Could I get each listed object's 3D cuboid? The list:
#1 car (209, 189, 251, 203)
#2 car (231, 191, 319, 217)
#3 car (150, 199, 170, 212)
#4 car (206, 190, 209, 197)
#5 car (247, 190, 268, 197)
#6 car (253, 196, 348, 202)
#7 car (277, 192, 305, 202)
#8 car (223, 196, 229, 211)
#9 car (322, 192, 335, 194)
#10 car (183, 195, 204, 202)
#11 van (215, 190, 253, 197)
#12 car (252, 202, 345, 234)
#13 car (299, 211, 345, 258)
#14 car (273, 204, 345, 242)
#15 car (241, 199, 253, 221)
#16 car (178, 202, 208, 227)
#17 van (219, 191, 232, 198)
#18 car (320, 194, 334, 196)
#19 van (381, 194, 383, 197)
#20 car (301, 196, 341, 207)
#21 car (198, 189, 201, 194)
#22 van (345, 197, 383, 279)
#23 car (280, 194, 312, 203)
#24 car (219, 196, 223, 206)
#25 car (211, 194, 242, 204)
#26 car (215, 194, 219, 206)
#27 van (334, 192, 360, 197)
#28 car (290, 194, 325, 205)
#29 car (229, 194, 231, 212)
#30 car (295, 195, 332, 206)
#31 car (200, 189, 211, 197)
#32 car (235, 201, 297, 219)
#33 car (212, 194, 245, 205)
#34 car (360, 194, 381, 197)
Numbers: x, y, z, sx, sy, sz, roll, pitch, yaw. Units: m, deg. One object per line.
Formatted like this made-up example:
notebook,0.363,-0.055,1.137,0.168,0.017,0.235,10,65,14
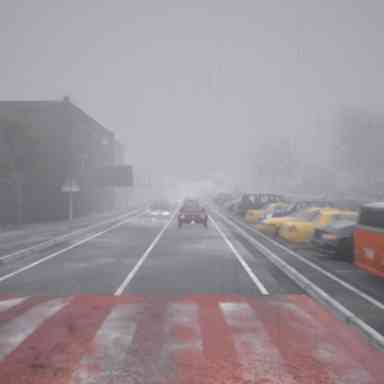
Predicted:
car,5.790,0.978,50.120,5.566,2.045,2.435,0,1,0
car,6.051,1.167,24.675,5.566,2.045,2.435,0,0,0
car,-3.494,1.464,37.302,1.994,1.385,4.181,0,0,0
car,5.710,0.952,67.078,4.792,1.488,2.163,0,1,0
car,18.320,0.345,93.181,5.566,2.045,2.435,0,1,-1
car,6.100,1.296,19.024,4.553,1.767,2.185,0,0,0
car,18.274,0.897,61.560,4.553,1.767,2.185,0,1,0
car,5.949,1.414,33.152,5.008,1.535,2.097,0,0,0
car,18.409,1.076,44.744,5.566,2.045,2.435,0,1,0
car,-0.068,1.372,39.672,2.128,1.511,4.902,0,0,0
van,5.957,1.055,47.297,4.442,1.987,1.878,0,1,0
car,5.906,1.420,16.197,5.366,1.575,1.946,0,0,0
car,6.134,1.466,10.547,4.674,1.452,2.002,0,0,0
car,6.300,1.421,13.374,5.366,1.575,1.946,0,0,0
car,6.231,1.417,21.851,5.366,1.575,1.946,0,0,0
car,0.048,1.560,22.534,1.895,1.301,4.718,0,0,0
van,6.002,1.152,41.767,4.442,1.987,1.878,0,1,0
car,18.454,1.376,41.914,5.008,1.535,2.097,0,1,0
van,18.687,1.190,27.663,4.442,1.987,1.878,0,0,0
car,18.386,1.306,47.572,4.792,1.488,2.163,0,1,0
car,5.026,0.594,93.046,5.366,1.575,1.946,0,1,-1
van,6.276,1.201,7.722,4.442,1.987,1.878,0,0,0
car,18.322,1.072,58.864,5.008,1.535,2.097,0,1,0
car,5.912,1.447,38.812,4.674,1.452,2.002,0,0,0
car,5.767,1.127,55.775,5.008,1.535,2.097,0,1,0
car,5.866,1.372,44.476,4.674,1.452,2.002,0,1,0
van,18.385,1.186,36.132,4.442,1.987,1.878,0,0,0
car,18.379,1.177,53.093,4.892,1.521,2.231,0,1,0
car,6.009,1.290,30.326,4.553,1.767,2.185,0,0,0
car,18.363,1.255,50.395,4.792,1.488,2.163,0,1,0
car,5.256,0.691,90.408,4.674,1.452,2.002,1,1,0
car,6.003,1.457,27.500,4.674,1.452,2.002,0,0,0
car,5.800,1.178,52.951,5.008,1.535,2.097,0,1,0
car,18.515,1.289,30.609,4.553,1.767,2.185,0,0,0
